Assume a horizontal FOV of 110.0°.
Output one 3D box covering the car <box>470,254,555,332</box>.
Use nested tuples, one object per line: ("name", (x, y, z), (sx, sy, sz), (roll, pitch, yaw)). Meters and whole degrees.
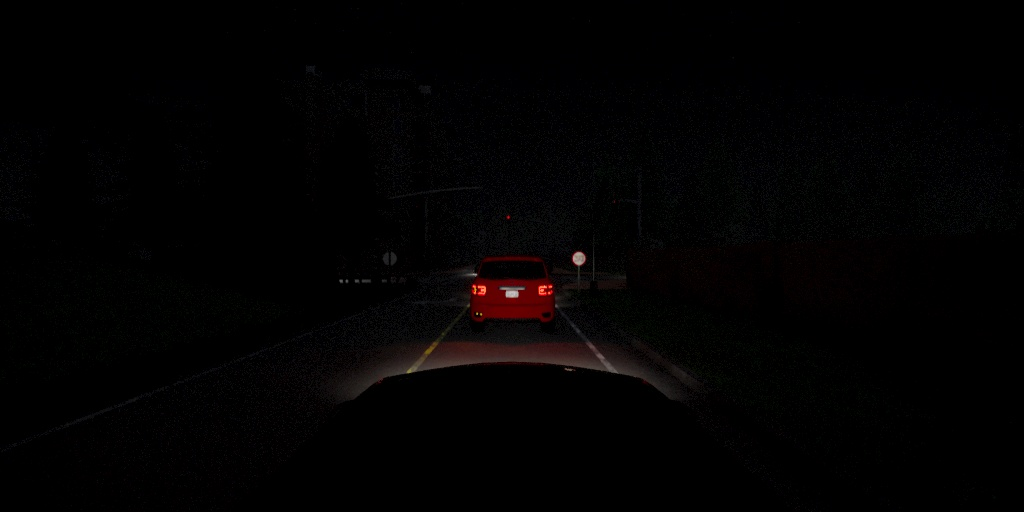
("car", (0.052, 0.970, 10.958), (2.150, 2.045, 5.566), (0, 0, 1))

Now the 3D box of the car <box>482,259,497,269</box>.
("car", (-3.530, 1.235, 57.102), (2.128, 1.511, 4.902), (0, 0, 0))

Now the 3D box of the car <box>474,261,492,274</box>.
("car", (-3.329, 1.309, 41.733), (1.994, 1.385, 4.181), (0, 0, -3))
